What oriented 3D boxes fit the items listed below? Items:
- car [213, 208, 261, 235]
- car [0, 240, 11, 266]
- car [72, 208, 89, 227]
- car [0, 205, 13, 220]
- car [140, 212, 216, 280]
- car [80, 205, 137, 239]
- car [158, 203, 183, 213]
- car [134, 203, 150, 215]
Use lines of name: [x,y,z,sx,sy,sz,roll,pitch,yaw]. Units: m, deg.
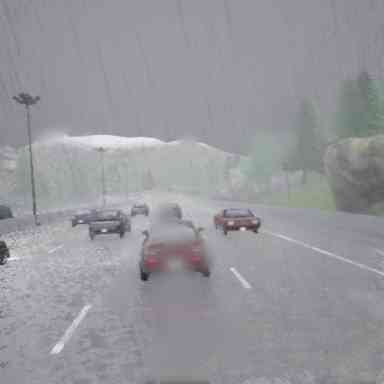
car: [2.363,1.566,18.714,1.895,1.301,4.718,-3,0,-4]
car: [-7.586,1.954,10.518,1.994,1.385,4.181,-3,0,-4]
car: [-8.808,2.118,28.218,1.812,1.442,4.674,-3,-1,-4]
car: [-19.821,2.393,32.816,2.150,2.045,5.566,-3,-1,-4]
car: [-0.556,1.578,10.186,1.812,1.442,4.674,-3,0,-4]
car: [-4.704,1.805,19.535,2.128,1.511,4.902,-3,0,-4]
car: [-1.842,1.767,28.824,1.837,1.490,4.892,-3,-1,-4]
car: [-6.074,2.064,39.377,2.128,1.511,4.902,-3,-1,-4]
